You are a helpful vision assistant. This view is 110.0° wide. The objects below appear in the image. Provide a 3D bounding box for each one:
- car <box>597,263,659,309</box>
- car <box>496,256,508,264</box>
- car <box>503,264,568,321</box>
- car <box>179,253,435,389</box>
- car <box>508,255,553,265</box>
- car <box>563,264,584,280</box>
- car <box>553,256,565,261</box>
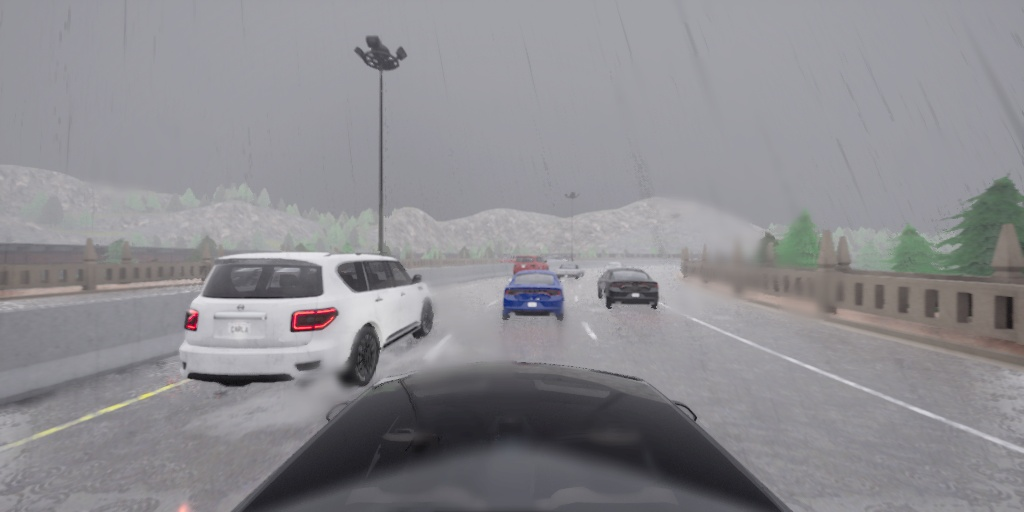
[{"bbox_3d":[4.721,1.231,15.105,1.882,1.535,5.008,0,0,8],"label":"car"},{"bbox_3d":[-0.370,0.952,60.174,2.150,2.045,5.566,0,0,33],"label":"car"},{"bbox_3d":[0.860,1.226,12.621,1.882,1.535,5.008,0,0,7],"label":"car"},{"bbox_3d":[-3.180,0.965,7.029,2.150,2.045,5.566,0,0,3],"label":"car"},{"bbox_3d":[1.826,0.965,32.504,2.150,2.045,5.566,0,0,19],"label":"car"},{"bbox_3d":[5.199,1.349,31.569,1.895,1.301,4.718,0,0,19],"label":"car"},{"bbox_3d":[6.853,0.962,58.471,2.150,2.045,5.566,0,0,34],"label":"car"}]
